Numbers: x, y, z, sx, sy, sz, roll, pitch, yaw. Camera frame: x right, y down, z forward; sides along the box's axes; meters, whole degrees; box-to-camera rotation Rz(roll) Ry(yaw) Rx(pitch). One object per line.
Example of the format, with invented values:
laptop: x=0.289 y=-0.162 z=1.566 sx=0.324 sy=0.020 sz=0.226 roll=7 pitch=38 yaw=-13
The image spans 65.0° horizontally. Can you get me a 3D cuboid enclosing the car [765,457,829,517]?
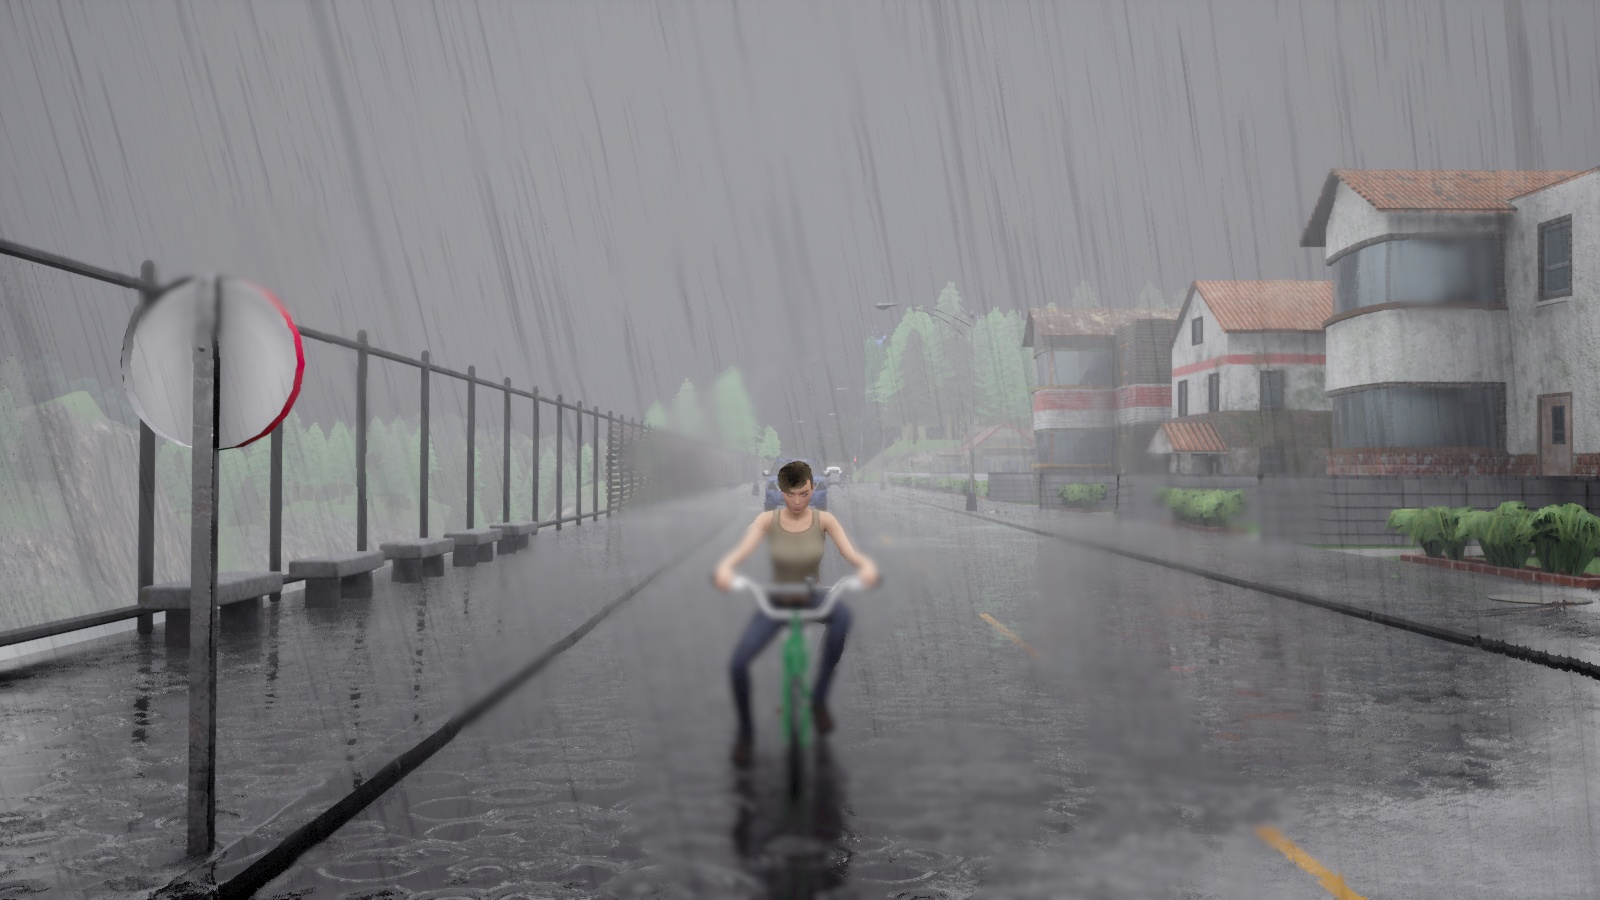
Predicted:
car: x=-0.112 y=1.296 z=45.504 sx=2.150 sy=2.045 sz=5.566 roll=0 pitch=-1 yaw=0

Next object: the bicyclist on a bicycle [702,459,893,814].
bicyclist on a bicycle: x=-0.011 y=0.860 z=6.478 sx=0.866 sy=1.612 sz=1.509 roll=0 pitch=-1 yaw=0
